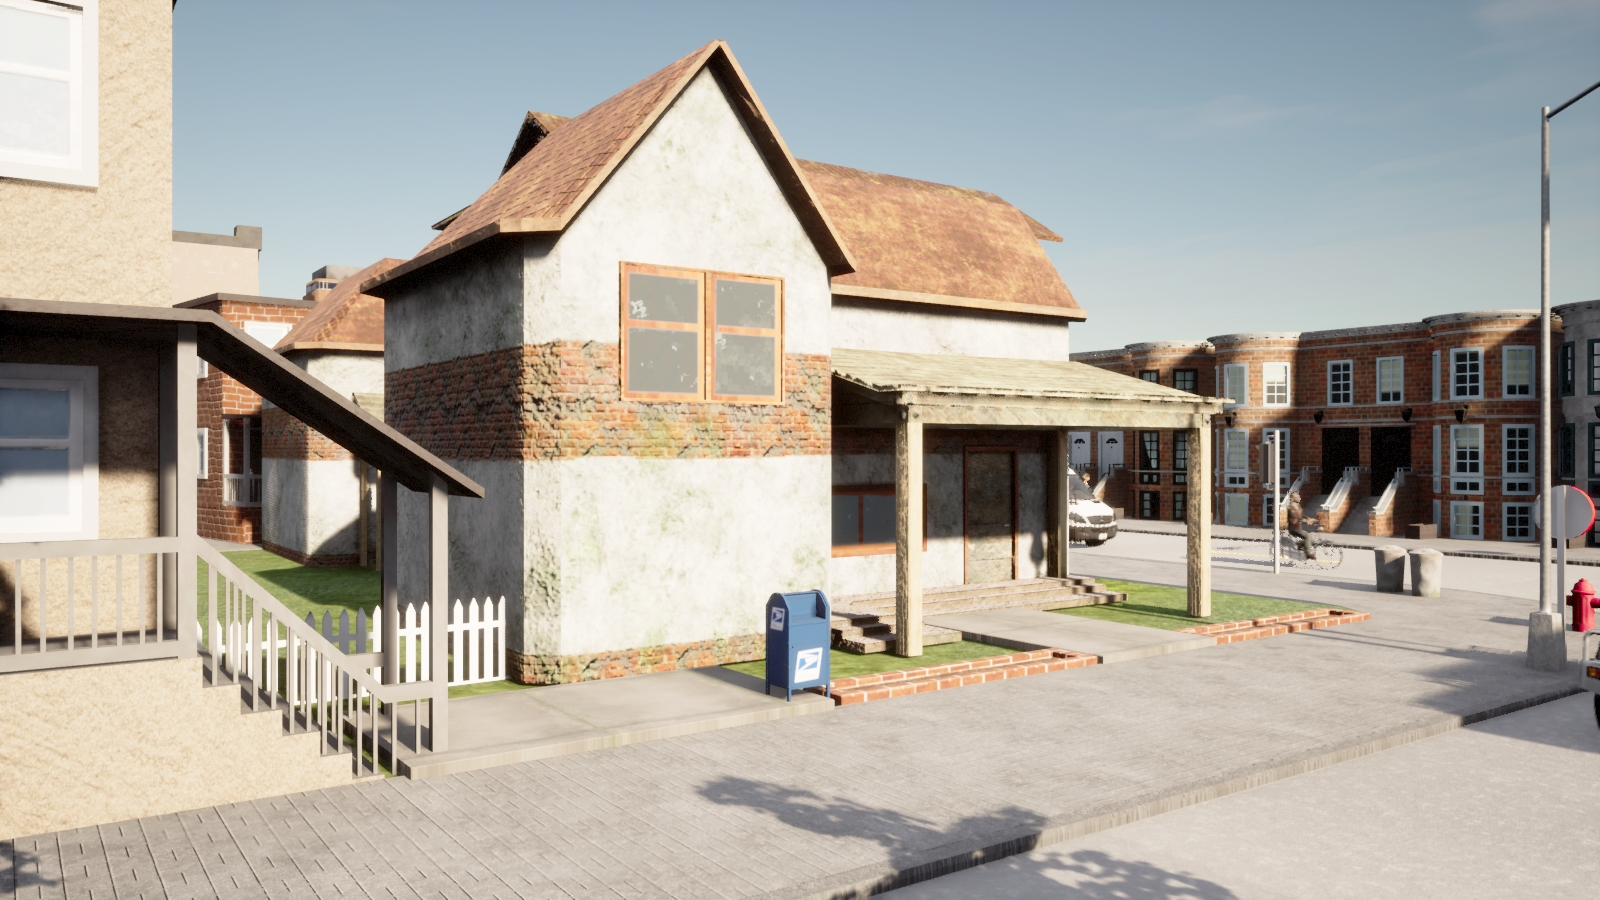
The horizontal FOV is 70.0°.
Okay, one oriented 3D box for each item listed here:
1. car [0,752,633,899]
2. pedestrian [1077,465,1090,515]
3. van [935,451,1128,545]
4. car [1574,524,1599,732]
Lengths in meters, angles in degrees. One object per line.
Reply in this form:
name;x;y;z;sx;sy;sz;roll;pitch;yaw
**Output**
car;-2.640;1.899;2.548;4.181;1.385;1.994;0;0;-35
pedestrian;10.726;1.511;43.214;0.375;1.860;0.375;0;0;40
van;6.754;1.304;34.154;1.988;2.561;5.915;0;0;-35
car;9.601;1.638;11.099;4.605;1.855;1.932;0;0;-35
